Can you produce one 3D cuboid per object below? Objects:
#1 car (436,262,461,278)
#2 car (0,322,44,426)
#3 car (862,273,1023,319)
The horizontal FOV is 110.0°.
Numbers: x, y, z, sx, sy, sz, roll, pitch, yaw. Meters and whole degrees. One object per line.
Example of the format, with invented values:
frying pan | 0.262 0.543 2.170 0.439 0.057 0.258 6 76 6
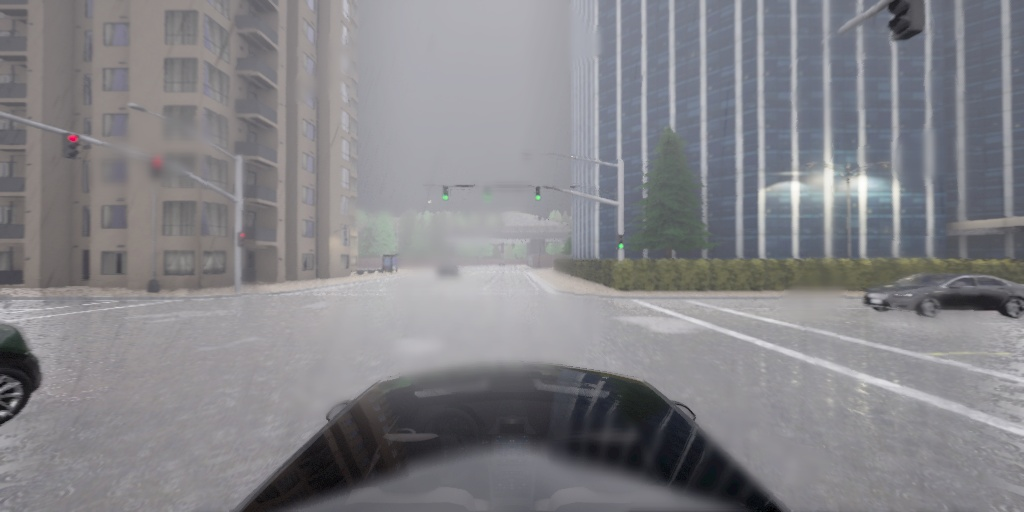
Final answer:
car | -6.999 1.477 39.948 2.097 1.767 4.553 0 -1 0
car | -7.000 1.090 2.506 2.097 1.767 4.553 0 -1 0
car | 15.603 1.370 12.981 4.902 1.511 2.128 0 -1 -1
